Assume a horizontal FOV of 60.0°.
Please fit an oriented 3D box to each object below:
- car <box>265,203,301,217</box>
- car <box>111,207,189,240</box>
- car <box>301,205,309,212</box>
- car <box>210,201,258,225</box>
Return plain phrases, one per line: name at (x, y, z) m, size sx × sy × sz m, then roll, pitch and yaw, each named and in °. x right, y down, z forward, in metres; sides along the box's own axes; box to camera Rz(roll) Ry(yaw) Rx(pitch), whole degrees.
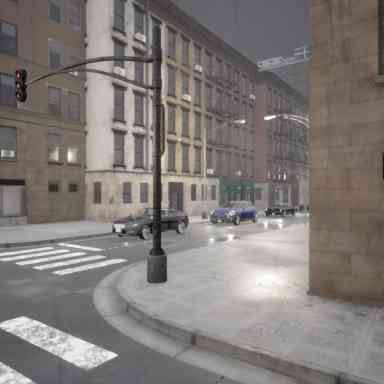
car at (8.976, 1.777, 33.316) m, size 1.895 × 1.301 × 4.718 m, roll 0°, pitch 0°, yaw 35°
car at (-2.086, 1.568, 17.788) m, size 2.128 × 1.511 × 4.902 m, roll 0°, pitch 0°, yaw 35°
car at (14.890, 1.832, 41.566) m, size 1.895 × 1.301 × 4.718 m, roll 0°, pitch 0°, yaw 36°
car at (3.254, 1.476, 25.306) m, size 2.097 × 1.767 × 4.553 m, roll 0°, pitch 0°, yaw 36°
